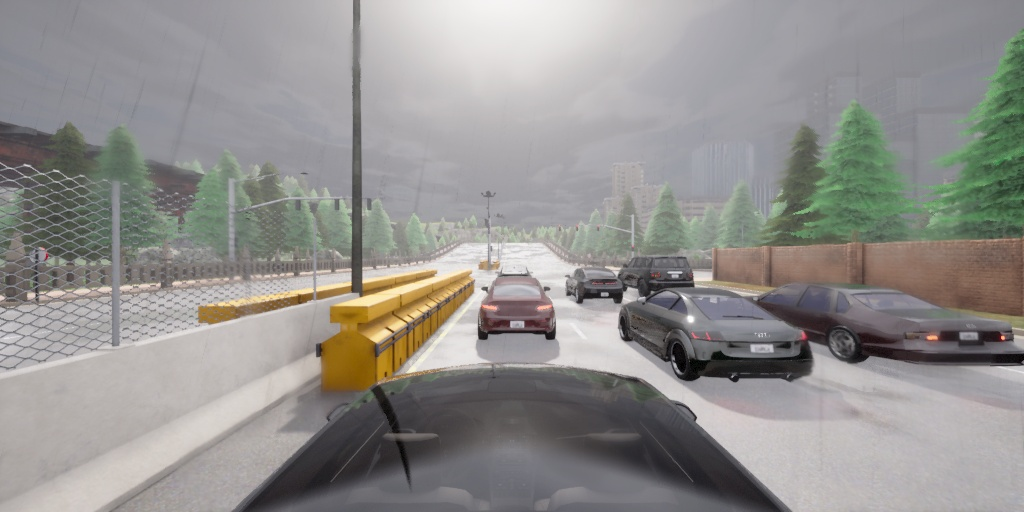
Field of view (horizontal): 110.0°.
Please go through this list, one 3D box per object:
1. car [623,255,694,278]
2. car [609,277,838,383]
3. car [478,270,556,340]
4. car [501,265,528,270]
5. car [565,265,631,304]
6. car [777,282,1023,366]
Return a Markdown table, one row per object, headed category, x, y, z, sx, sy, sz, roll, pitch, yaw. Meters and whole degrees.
| category | x | y | z | sx | sy | sz | roll | pitch | yaw |
| --- | --- | --- | --- | --- | --- | --- | --- | --- | --- |
| car | 7.120 | 0.972 | 18.326 | 2.150 | 2.045 | 5.566 | 0 | 0 | 0 |
| car | 3.612 | 1.314 | 7.220 | 1.994 | 1.385 | 4.181 | 0 | 0 | -1 |
| car | 0.112 | 1.276 | 9.851 | 1.812 | 1.442 | 4.674 | 0 | 0 | 0 |
| car | 0.123 | 1.241 | 19.097 | 2.128 | 1.511 | 4.902 | 0 | 0 | 0 |
| car | 3.618 | 1.255 | 16.387 | 1.837 | 1.490 | 4.892 | 0 | 0 | 0 |
| car | 7.109 | 1.297 | 8.084 | 2.033 | 1.411 | 5.357 | 0 | 0 | 0 |
